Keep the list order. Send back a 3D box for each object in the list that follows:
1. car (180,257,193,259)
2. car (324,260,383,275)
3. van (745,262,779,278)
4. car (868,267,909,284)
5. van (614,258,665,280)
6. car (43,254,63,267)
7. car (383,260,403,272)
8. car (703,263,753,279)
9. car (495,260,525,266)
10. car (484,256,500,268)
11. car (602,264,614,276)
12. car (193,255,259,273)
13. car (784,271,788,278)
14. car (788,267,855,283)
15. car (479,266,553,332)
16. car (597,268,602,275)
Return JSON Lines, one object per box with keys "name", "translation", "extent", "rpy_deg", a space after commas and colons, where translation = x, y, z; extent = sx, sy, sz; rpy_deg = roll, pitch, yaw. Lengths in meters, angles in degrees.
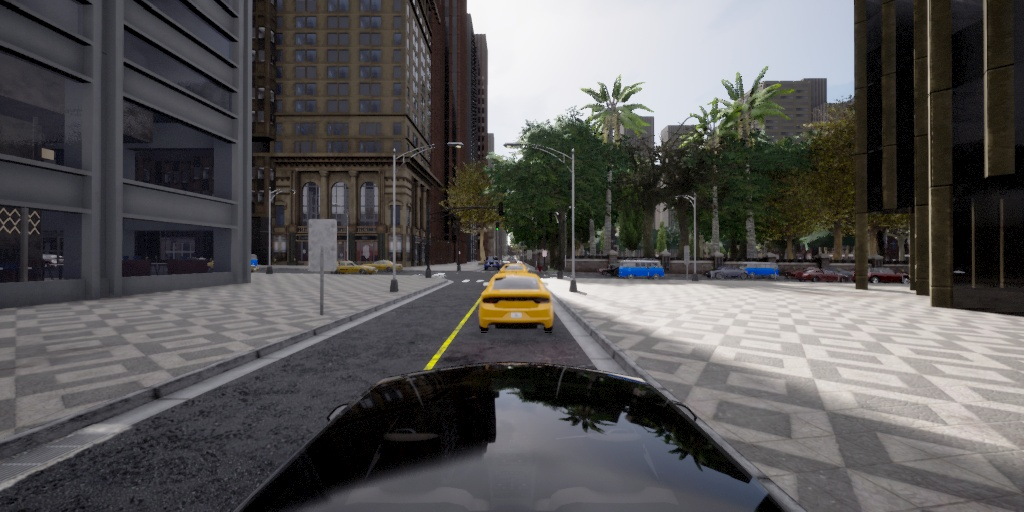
{"name": "car", "translation": [-37.789, 0.780, 41.969], "extent": [4.313, 1.339, 1.948], "rpy_deg": [0, 0, 0]}
{"name": "car", "translation": [-14.981, 1.057, 33.305], "extent": [4.829, 1.417, 1.751], "rpy_deg": [0, 0, 0]}
{"name": "van", "translation": [28.546, 1.643, 41.569], "extent": [3.998, 1.789, 1.690], "rpy_deg": [0, 0, 0]}
{"name": "car", "translation": [34.029, 1.782, 33.010], "extent": [4.097, 1.591, 1.967], "rpy_deg": [0, 0, 0]}
{"name": "van", "translation": [11.936, 1.319, 33.143], "extent": [3.998, 1.789, 1.690], "rpy_deg": [0, 0, 0]}
{"name": "car", "translation": [-43.504, 0.513, 33.478], "extent": [4.097, 1.591, 1.967], "rpy_deg": [0, 0, 0]}
{"name": "car", "translation": [-15.280, 1.107, 41.833], "extent": [4.829, 1.417, 1.751], "rpy_deg": [0, 0, 0]}
{"name": "car", "translation": [23.164, 1.762, 38.932], "extent": [4.181, 1.385, 1.994], "rpy_deg": [1, 0, 1]}
{"name": "car", "translation": [0.211, 1.240, 24.233], "extent": [1.882, 1.535, 5.008], "rpy_deg": [0, 0, 3]}
{"name": "car", "translation": [-2.985, 1.042, 54.547], "extent": [2.150, 2.045, 5.566], "rpy_deg": [0, 0, 0]}
{"name": "car", "translation": [13.083, 1.253, 39.004], "extent": [5.566, 2.045, 2.150], "rpy_deg": [1, 0, 0]}
{"name": "car", "translation": [-26.322, 0.873, 33.374], "extent": [4.829, 1.417, 1.751], "rpy_deg": [0, 0, 0]}
{"name": "car", "translation": [34.069, 1.938, 41.535], "extent": [4.507, 1.381, 1.888], "rpy_deg": [0, 0, 0]}
{"name": "car", "translation": [28.506, 1.834, 33.043], "extent": [4.207, 1.307, 1.802], "rpy_deg": [0, 0, 0]}
{"name": "car", "translation": [0.113, 1.231, 10.902], "extent": [1.882, 1.535, 5.008], "rpy_deg": [0, 0, 0]}
{"name": "car", "translation": [11.976, 1.611, 41.668], "extent": [4.207, 1.307, 1.802], "rpy_deg": [0, 0, 0]}
